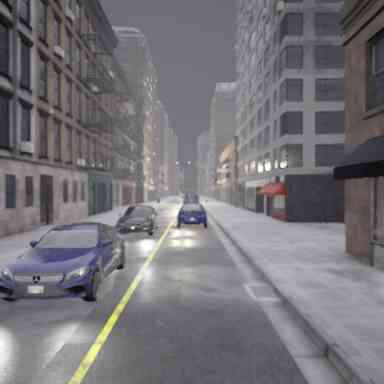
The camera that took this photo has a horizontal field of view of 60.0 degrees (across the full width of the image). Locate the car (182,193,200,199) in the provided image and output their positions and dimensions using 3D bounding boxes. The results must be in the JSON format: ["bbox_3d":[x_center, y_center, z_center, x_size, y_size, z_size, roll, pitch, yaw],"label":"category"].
[{"bbox_3d":[-0.086,1.210,44.416,2.150,2.045,5.566,0,0,0],"label":"car"}]

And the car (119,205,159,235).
[{"bbox_3d":[-2.911,1.505,18.686,1.837,1.490,4.892,0,0,0],"label":"car"}]

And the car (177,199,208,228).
[{"bbox_3d":[0.012,1.472,22.350,1.882,1.535,5.008,0,0,0],"label":"car"}]

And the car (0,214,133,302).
[{"bbox_3d":[-2.877,1.528,8.428,1.812,1.442,4.674,0,0,0],"label":"car"}]
